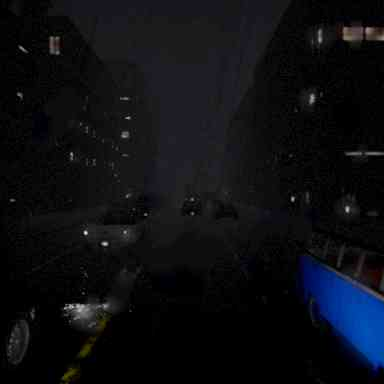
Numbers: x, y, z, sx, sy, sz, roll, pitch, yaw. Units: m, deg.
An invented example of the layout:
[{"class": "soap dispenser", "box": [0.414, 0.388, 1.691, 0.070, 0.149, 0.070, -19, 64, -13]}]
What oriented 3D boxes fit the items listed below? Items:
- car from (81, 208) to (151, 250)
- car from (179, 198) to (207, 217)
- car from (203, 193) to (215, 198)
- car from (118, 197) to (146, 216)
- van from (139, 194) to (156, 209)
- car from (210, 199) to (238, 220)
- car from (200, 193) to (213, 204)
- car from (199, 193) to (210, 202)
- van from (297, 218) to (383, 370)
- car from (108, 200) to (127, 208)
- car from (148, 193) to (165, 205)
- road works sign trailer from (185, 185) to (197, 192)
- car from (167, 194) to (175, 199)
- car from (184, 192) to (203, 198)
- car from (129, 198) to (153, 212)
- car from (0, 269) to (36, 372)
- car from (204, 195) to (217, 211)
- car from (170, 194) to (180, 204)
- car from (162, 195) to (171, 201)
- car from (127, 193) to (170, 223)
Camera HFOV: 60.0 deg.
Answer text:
[{"class": "car", "box": [-3.114, 1.553, 14.161, 1.895, 1.301, 4.718, 0, 0, 0]}, {"class": "car", "box": [0.056, 1.497, 30.074, 1.895, 1.301, 4.718, 0, 0, 0]}, {"class": "car", "box": [2.605, 1.146, 49.037, 2.192, 1.841, 5.009, -1, 0, 0]}, {"class": "car", "box": [-5.715, 1.331, 32.247, 1.967, 1.590, 4.097, -1, 0, 0]}, {"class": "van", "box": [-5.733, 1.194, 43.451, 1.690, 1.788, 3.998, -1, 0, 0]}, {"class": "car", "box": [2.643, 1.489, 26.630, 1.802, 1.307, 4.206, -1, 0, 0]}, {"class": "car", "box": [2.588, 1.108, 60.241, 2.192, 1.841, 5.009, -1, 0, 0]}, {"class": "car", "box": [2.571, 1.070, 71.445, 2.192, 1.841, 5.009, -1, 0, 0]}, {"class": "van", "box": [2.674, 1.325, 4.220, 1.690, 1.788, 3.998, -1, 0, 0]}, {"class": "car", "box": [-5.704, 1.492, 26.646, 1.802, 1.307, 4.206, -1, 0, 0]}, {"class": "car", "box": [-5.774, 1.130, 54.654, 2.192, 1.841, 5.009, -1, 0, 0]}, {"class": "road works sign trailer", "box": [-0.121, 0.372, 66.048, 2.380, 3.560, 2.880, -1, 1, 0]}, {"class": "car", "box": [-5.840, 1.235, 93.870, 2.008, 1.369, 4.403, -1, 0, 0]}, {"class": "car", "box": [0.035, 1.066, 45.759, 2.150, 2.045, 5.566, 0, 1, 0]}, {"class": "car", "box": [-5.722, 1.422, 37.849, 2.008, 1.369, 4.403, -1, 0, 0]}, {"class": "car", "box": [-3.085, 1.516, 2.931, 1.812, 1.442, 4.674, 0, 0, 0]}, {"class": "car", "box": [2.625, 1.393, 38.004, 1.752, 1.417, 4.829, -1, 0, 0]}, {"class": "car", "box": [-3.139, 1.327, 58.309, 1.812, 1.442, 4.674, 0, 0, 0]}, {"class": "car", "box": [-5.814, 1.322, 77.064, 1.802, 1.307, 4.206, -1, 0, 0]}, {"class": "car", "box": [-3.087, 1.136, 25.027, 2.150, 2.045, 5.566, 0, 0, 0]}]
